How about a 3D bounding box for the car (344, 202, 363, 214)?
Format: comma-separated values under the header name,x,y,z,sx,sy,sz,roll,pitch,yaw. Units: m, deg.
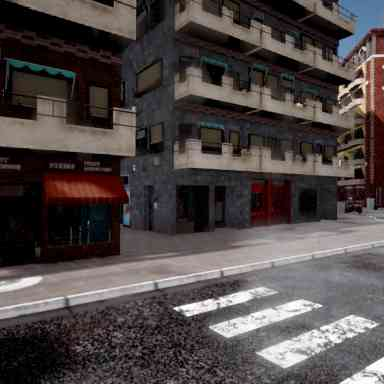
name,x,y,z,sx,sy,sz,roll,pitch,yaw
car,17.812,1.790,38.243,1.895,1.301,4.718,0,0,5
